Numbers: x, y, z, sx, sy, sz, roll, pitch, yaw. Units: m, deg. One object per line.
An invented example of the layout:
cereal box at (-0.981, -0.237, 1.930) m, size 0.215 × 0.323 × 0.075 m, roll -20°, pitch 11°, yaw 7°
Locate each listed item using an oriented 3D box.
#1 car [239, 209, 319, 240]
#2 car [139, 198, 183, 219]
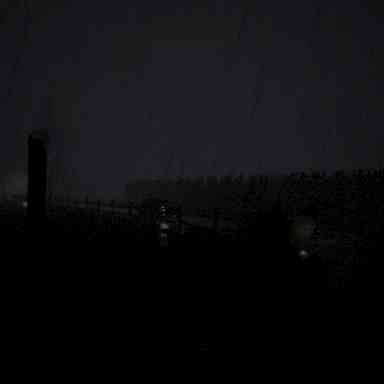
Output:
car at (4.399, 1.572, 17.324) m, size 1.994 × 1.385 × 4.181 m, roll 1°, pitch 0°, yaw -35°
car at (-2.618, 1.293, 27.488) m, size 2.097 × 1.767 × 4.553 m, roll 1°, pitch 0°, yaw -35°
